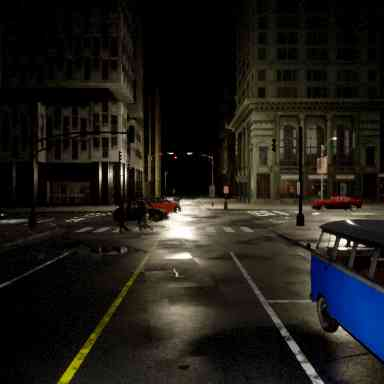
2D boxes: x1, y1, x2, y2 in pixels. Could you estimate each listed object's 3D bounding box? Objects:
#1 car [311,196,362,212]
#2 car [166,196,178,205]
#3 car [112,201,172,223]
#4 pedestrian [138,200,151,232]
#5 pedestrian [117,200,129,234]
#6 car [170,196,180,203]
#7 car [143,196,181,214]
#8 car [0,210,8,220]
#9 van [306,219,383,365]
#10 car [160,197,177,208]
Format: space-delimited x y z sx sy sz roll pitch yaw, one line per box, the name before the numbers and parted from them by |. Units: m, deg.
car | 15.103 1.218 34.937 5.008 1.535 1.882 -1 0 0
car | -3.456 1.489 58.691 2.033 1.411 5.357 0 0 -1
car | -3.819 1.551 24.901 4.181 1.385 1.994 0 0 0
pedestrian | -2.615 1.287 18.253 0.375 1.860 0.375 0 0 0
pedestrian | -3.690 1.287 17.652 0.375 1.860 0.375 0 0 0
car | -3.487 1.481 69.391 1.994 1.385 4.181 0 0 -1
car | -3.190 1.335 32.975 2.097 1.767 4.553 0 0 43
car | -17.933 1.780 28.084 4.181 1.385 1.994 -1 0 0
van | 2.836 1.341 4.232 1.690 1.788 3.998 0 0 0
car | -3.353 1.509 48.237 2.033 1.411 5.357 0 0 0
